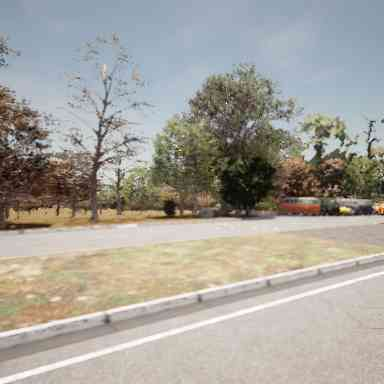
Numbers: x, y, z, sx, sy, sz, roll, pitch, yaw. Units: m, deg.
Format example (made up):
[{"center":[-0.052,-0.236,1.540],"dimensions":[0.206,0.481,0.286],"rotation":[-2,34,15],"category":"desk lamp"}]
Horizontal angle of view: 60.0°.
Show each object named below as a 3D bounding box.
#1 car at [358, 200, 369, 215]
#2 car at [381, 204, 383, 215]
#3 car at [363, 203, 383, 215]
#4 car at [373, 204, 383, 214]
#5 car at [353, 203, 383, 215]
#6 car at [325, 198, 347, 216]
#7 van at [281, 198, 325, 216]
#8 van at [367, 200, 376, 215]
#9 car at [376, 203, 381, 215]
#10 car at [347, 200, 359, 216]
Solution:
[{"center":[18.815,2.119,41.739],"dimensions":[2.231,1.521,4.892],"rotation":[2,-1,-35],"category":"car"},{"center":[17.312,1.782,24.387],"dimensions":[1.946,1.575,5.366],"rotation":[2,-1,-35],"category":"car"},{"center":[27.834,2.493,48.167],"dimensions":[2.097,1.535,5.008],"rotation":[2,-1,-35],"category":"car"},{"center":[30.090,2.588,49.773],"dimensions":[2.231,1.521,4.892],"rotation":[2,-1,-35],"category":"car"},{"center":[25.477,2.395,46.488],"dimensions":[2.097,1.535,5.008],"rotation":[2,-1,-35],"category":"car"},{"center":[14.296,1.686,38.561],"dimensions":[2.435,2.045,5.566],"rotation":[2,-1,-35],"category":"car"},{"center":[11.889,1.631,36.956],"dimensions":[1.878,1.987,4.442],"rotation":[2,-1,-35],"category":"van"},{"center":[21.005,1.986,43.451],"dimensions":[1.878,1.987,4.442],"rotation":[2,-1,-35],"category":"van"},{"center":[23.343,2.180,44.935],"dimensions":[2.185,1.767,4.553],"rotation":[2,-1,-35],"category":"car"},{"center":[16.667,2.023,39.989],"dimensions":[1.946,1.575,5.366],"rotation":[2,-1,-35],"category":"car"}]
